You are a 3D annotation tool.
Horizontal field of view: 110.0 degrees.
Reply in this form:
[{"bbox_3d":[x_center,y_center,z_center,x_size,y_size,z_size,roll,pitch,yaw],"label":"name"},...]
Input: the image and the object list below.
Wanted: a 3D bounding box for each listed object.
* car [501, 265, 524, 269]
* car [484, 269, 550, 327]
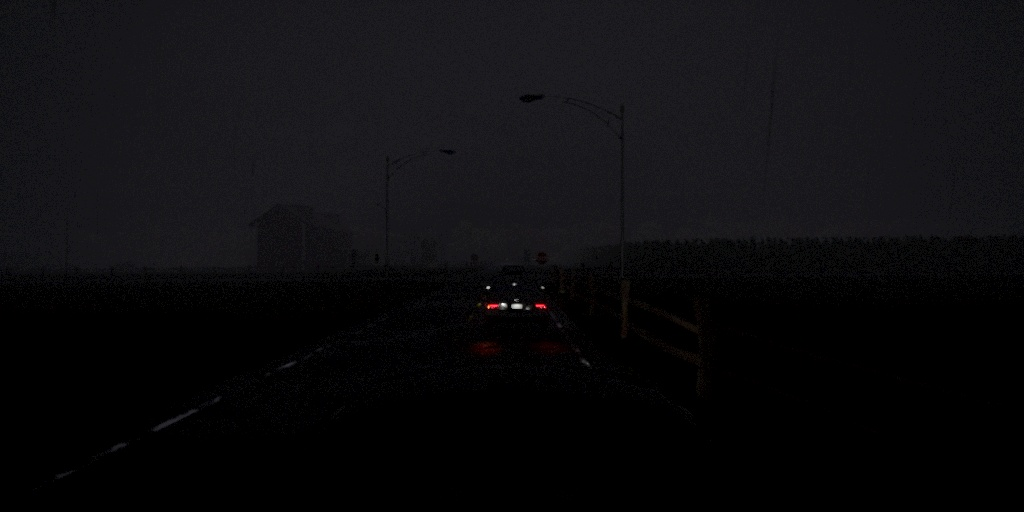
[{"bbox_3d":[0.034,1.313,22.412,1.837,1.490,4.892,0,0,-2],"label":"car"},{"bbox_3d":[0.109,1.325,11.549,2.033,1.411,5.357,0,0,0],"label":"car"}]
